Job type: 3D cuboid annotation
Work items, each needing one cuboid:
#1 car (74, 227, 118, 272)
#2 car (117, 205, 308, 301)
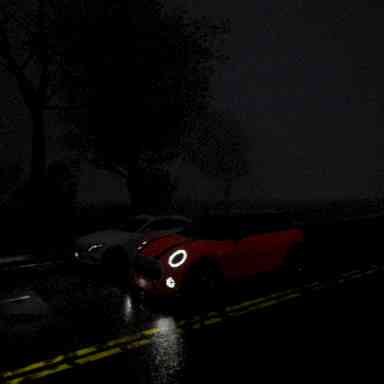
[{"bbox_3d":[-1.354,1.446,10.733,4.674,1.442,1.812,-1,1,-35],"label":"car"},{"bbox_3d":[0.782,1.268,8.252,4.553,1.767,2.097,-1,1,-36],"label":"car"}]
